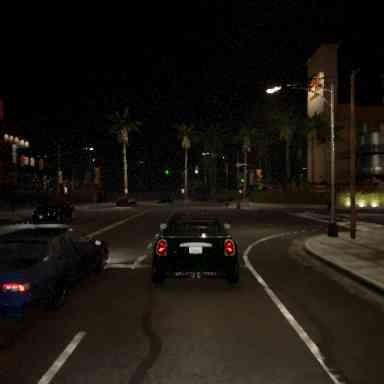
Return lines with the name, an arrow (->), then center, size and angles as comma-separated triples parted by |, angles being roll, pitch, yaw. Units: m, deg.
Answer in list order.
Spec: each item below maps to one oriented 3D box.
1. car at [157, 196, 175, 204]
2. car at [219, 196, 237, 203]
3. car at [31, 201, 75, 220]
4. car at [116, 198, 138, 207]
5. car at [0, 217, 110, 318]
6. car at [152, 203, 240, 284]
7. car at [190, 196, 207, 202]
car -> -5.046, 1.537, 65.742 | 1.837, 1.490, 4.892 | 0, 0, 26
car -> 7.733, 1.586, 71.634 | 4.181, 1.385, 1.994 | 0, 0, -43
car -> -10.596, 1.517, 25.770 | 1.837, 1.490, 4.892 | 0, 0, 0
car -> -9.882, 1.571, 50.919 | 2.033, 1.411, 5.357 | 0, 0, 9
car -> -3.412, 1.551, 7.720 | 2.033, 1.411, 5.357 | 0, 0, 0
car -> 0.090, 1.357, 9.779 | 2.097, 1.767, 4.553 | 0, 0, 0
car -> 1.506, 1.560, 75.214 | 1.812, 1.442, 4.674 | 0, 0, 40
